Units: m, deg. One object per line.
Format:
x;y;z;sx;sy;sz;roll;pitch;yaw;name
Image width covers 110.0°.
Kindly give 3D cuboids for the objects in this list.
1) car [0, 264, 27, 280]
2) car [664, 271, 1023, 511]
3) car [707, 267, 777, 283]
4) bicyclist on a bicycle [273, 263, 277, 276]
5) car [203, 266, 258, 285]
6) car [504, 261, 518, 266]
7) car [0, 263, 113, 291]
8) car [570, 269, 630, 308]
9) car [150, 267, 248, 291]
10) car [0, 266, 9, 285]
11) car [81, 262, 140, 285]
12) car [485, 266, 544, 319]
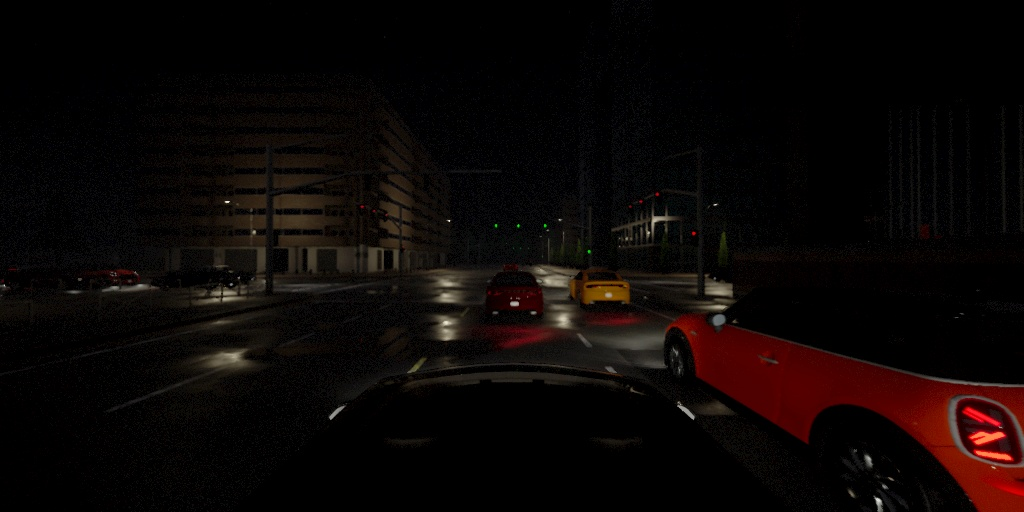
-50.343;1.530;34.331;4.902;1.511;2.128;0;0;1;car
3.601;1.119;4.189;2.097;1.767;4.553;0;-1;0;car
19.526;1.612;30.604;4.718;1.301;1.895;0;0;0;car
-25.532;1.365;38.065;0.582;1.620;1.656;0;0;0;bicyclist on a bicycle
-21.960;1.478;27.067;4.902;1.511;2.128;0;0;0;car
-0.182;1.464;52.548;2.097;1.767;4.553;0;0;0;car
-29.970;1.439;23.600;5.008;1.535;1.882;0;0;0;car
3.704;1.328;15.843;1.882;1.535;5.008;0;0;2;car
-20.602;1.562;23.561;4.718;1.301;1.895;0;0;0;car
-41.812;1.492;27.158;4.892;1.490;1.837;0;0;0;car
-31.140;1.339;27.107;4.553;1.767;2.097;0;0;0;car
0.083;1.310;13.302;1.882;1.535;5.008;0;0;0;car
